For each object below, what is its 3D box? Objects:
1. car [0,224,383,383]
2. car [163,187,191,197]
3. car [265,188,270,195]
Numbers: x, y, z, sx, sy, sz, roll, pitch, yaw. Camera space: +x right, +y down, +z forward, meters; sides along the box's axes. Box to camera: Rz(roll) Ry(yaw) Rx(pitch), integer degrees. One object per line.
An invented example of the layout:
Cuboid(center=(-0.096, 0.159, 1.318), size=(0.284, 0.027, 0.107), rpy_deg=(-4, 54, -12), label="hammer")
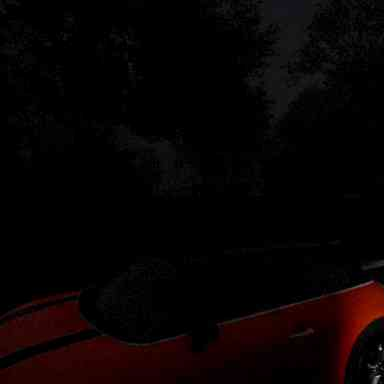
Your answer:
Cuboid(center=(0.023, 1.326, 3.562), size=(4.553, 1.767, 2.097), rpy_deg=(-2, 1, -28), label="car")
Cuboid(center=(-1.958, -0.015, 47.171), size=(4.181, 1.385, 1.994), rpy_deg=(-1, 1, -27), label="car")
Cuboid(center=(12.230, -0.266, 47.822), size=(5.008, 1.535, 1.882), rpy_deg=(0, 0, 33), label="car")
